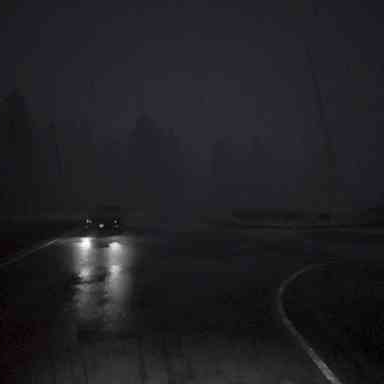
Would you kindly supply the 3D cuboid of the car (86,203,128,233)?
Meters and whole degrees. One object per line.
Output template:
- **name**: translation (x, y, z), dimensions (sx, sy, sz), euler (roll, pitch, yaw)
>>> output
- **car**: translation (-4.762, 1.450, 19.144), dimensions (1.837, 1.490, 4.892), euler (0, 0, -5)
